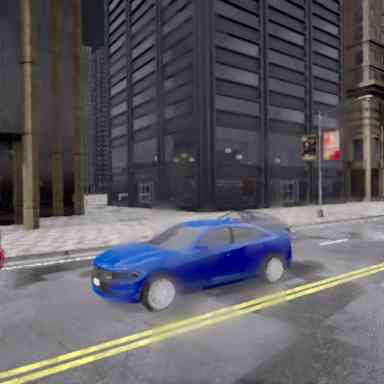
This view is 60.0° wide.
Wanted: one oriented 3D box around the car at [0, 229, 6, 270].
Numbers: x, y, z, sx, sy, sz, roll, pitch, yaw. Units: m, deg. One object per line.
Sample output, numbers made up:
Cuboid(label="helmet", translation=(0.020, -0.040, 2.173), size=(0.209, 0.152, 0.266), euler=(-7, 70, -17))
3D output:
Cuboid(label="car", translation=(-6.936, 1.251, 6.697), size=(5.566, 2.045, 2.150), euler=(-1, 0, -35))

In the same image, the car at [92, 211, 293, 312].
Cuboid(label="car", translation=(0.227, 1.412, 7.771), size=(5.008, 1.535, 1.882), euler=(-1, 0, -35))

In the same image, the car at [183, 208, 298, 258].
Cuboid(label="car", translation=(1.949, 1.436, 12.941), size=(4.181, 1.385, 1.994), euler=(-1, 1, -36))
